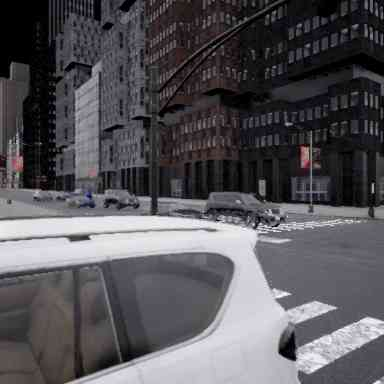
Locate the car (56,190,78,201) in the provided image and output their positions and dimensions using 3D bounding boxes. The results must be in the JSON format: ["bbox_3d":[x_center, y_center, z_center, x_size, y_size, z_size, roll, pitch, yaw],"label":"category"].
[{"bbox_3d":[-20.298,0.780,52.841,2.033,1.411,5.357,0,1,-36],"label":"car"}]

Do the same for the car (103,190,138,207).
[{"bbox_3d":[-7.501,0.779,34.968,2.150,2.045,5.566,0,1,-36],"label":"car"}]

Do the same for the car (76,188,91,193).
[{"bbox_3d":[-18.784,0.418,56.475,2.150,2.045,5.566,0,1,-36],"label":"car"}]

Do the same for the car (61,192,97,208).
[{"bbox_3d":[-11.966,1.066,35.601,2.033,1.411,5.357,0,1,-36],"label":"car"}]

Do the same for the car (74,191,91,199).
[{"bbox_3d":[-21.928,0.564,66.374,1.812,1.442,4.674,0,1,-36],"label":"car"}]

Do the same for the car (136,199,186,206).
[{"bbox_3d":[-1.258,1.326,20.695,2.033,1.411,5.357,0,1,-35],"label":"car"}]

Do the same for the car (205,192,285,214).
[{"bbox_3d":[3.052,1.036,20.347,2.150,2.045,5.566,0,1,-36],"label":"car"}]

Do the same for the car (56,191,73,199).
[{"bbox_3d":[-24.997,0.532,65.071,1.837,1.490,4.892,0,1,-36],"label":"car"}]

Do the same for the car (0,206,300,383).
[{"bbox_3d":[-1.804,1.223,1.734,5.566,2.045,2.150,0,0,-34],"label":"car"}]

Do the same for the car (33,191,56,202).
[{"bbox_3d":[-22.647,0.595,50.529,2.097,1.767,4.553,0,1,-36],"label":"car"}]
